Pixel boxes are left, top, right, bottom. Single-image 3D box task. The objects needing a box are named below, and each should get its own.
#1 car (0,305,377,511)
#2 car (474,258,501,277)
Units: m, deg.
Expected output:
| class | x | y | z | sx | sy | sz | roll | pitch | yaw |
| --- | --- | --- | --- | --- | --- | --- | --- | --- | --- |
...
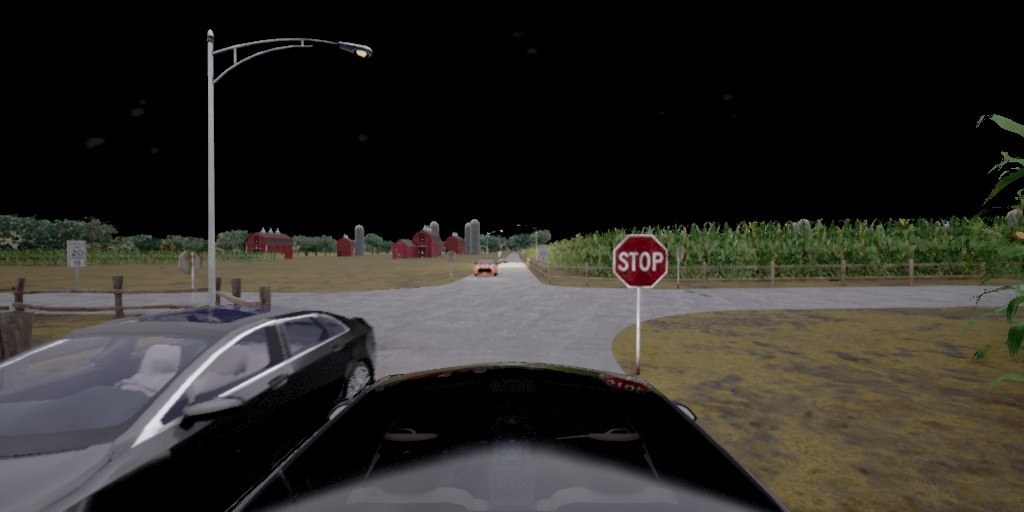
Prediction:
| class | x | y | z | sx | sy | sz | roll | pitch | yaw |
| --- | --- | --- | --- | --- | --- | --- | --- | --- | --- |
| car | -2.739 | 1.251 | 2.918 | 2.128 | 1.511 | 4.902 | 0 | 0 | 1 |
| car | -2.410 | 1.010 | 34.252 | 2.097 | 1.767 | 4.553 | 0 | 0 | 1 |
